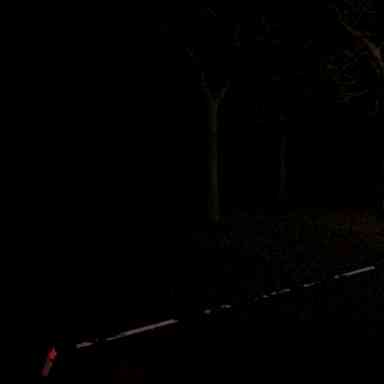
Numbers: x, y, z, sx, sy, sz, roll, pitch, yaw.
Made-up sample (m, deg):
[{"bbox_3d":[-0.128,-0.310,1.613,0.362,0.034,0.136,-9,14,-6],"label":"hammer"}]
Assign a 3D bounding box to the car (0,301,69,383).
[{"bbox_3d":[-3.215,1.491,1.698,4.902,1.511,2.128,0,0,-36],"label":"car"}]
